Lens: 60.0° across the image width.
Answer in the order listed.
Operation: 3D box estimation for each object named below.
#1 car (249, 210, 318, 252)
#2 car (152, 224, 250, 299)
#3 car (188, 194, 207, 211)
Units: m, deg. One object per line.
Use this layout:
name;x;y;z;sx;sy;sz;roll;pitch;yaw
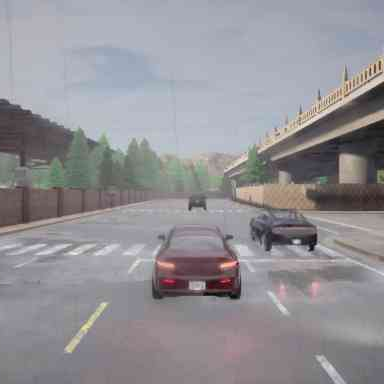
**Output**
car;3.617;1.491;13.865;2.128;1.511;4.902;0;0;0
car;0.093;1.526;8.314;1.812;1.442;4.674;0;0;0
car;0.694;1.222;41.912;2.150;2.045;5.566;0;0;1
